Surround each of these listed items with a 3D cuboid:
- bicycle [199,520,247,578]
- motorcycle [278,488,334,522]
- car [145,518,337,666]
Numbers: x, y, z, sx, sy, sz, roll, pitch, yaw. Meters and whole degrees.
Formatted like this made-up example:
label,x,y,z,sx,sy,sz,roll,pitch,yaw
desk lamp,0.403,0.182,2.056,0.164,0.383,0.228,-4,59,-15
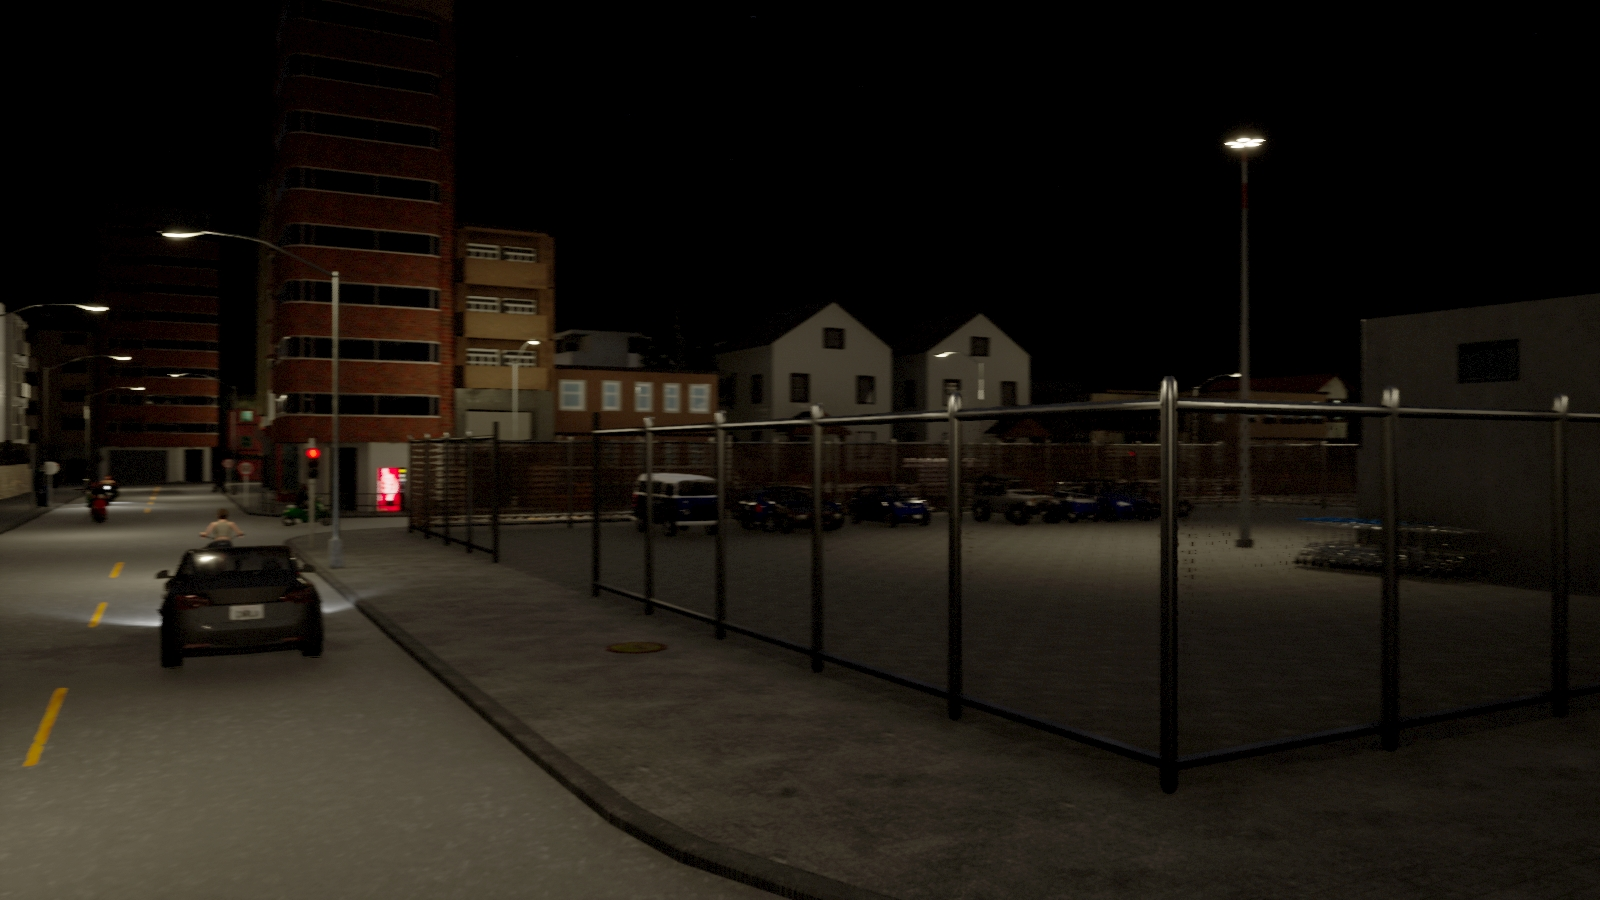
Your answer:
label,x,y,z,sx,sy,sz,roll,pitch,yaw
bicycle,-12.311,2.092,24.348,0.859,1.080,1.487,0,0,-29
motorcycle,-18.524,2.061,42.867,1.805,1.236,0.856,0,-2,-13
car,-8.112,1.881,16.466,2.163,1.488,4.792,0,0,-28
